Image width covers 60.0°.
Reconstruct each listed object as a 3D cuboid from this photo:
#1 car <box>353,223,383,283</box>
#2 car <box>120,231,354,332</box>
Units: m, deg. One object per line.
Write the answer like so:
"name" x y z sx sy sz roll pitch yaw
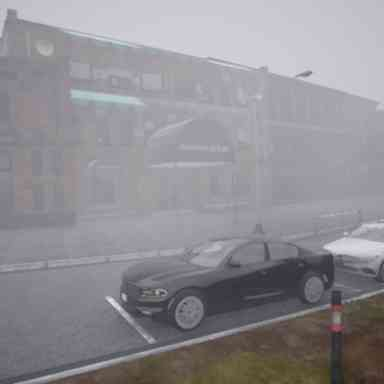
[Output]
"car" 6.108 1.765 10.705 4.674 1.452 2.002 0 2 -34
"car" 0.952 1.701 7.364 5.008 1.535 2.097 1 -1 -28
